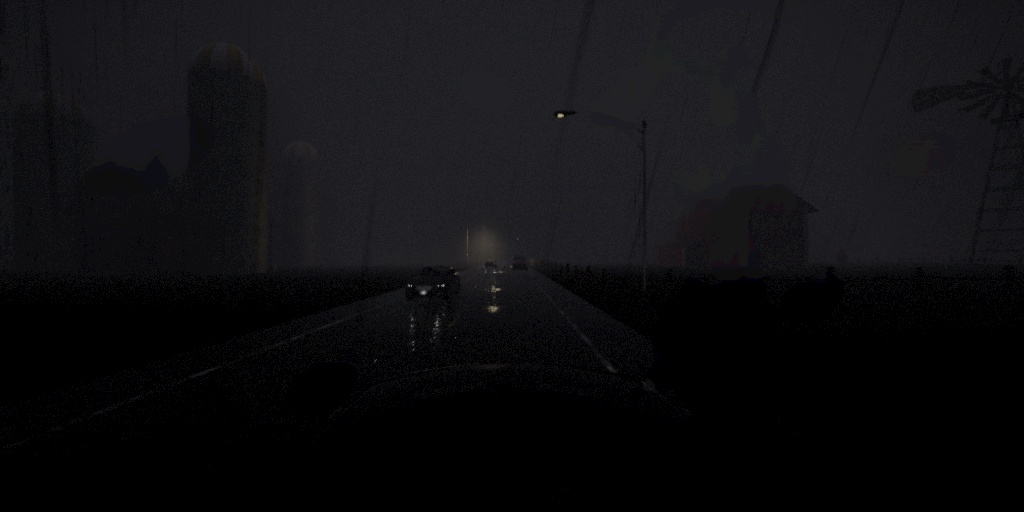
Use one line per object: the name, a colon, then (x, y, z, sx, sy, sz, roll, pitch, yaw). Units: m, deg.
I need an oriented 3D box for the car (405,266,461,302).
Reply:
car: (-3.591, 1.226, 17.019, 2.128, 1.511, 4.902, 0, 0, 0)

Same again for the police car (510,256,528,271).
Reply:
police car: (1.070, 1.155, 47.844, 1.930, 1.638, 5.238, 0, 0, 0)

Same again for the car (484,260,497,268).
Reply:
car: (-3.508, 1.340, 59.704, 1.895, 1.301, 4.718, 0, 0, 1)
